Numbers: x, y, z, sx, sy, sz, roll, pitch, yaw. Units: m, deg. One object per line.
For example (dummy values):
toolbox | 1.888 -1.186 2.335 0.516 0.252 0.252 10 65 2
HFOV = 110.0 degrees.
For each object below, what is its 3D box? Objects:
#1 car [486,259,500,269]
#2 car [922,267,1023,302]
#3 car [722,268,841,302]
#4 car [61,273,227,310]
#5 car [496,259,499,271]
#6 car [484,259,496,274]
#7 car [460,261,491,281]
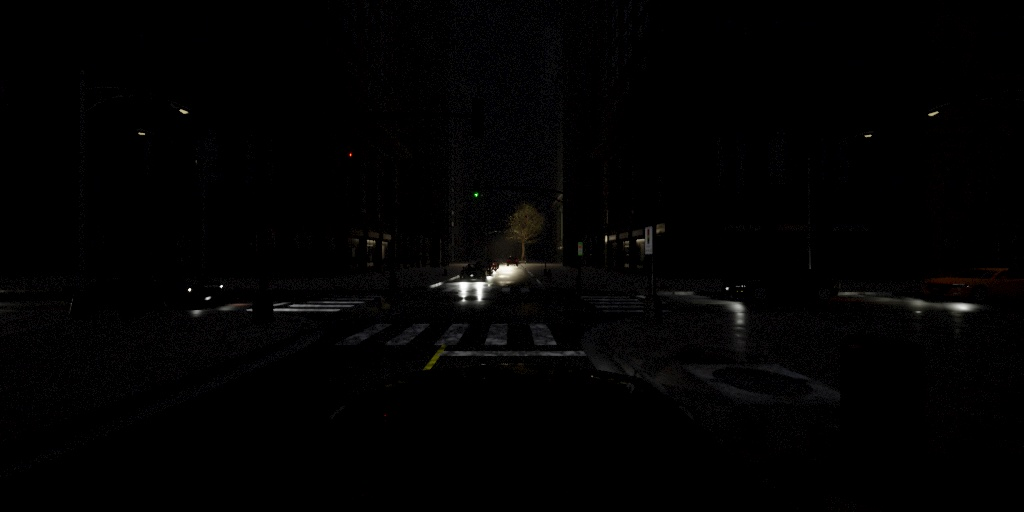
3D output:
car | -3.038 1.287 58.514 2.128 1.511 4.902 0 0 0
car | 22.543 1.305 16.937 5.008 1.535 1.882 0 0 0
car | 12.588 1.302 16.945 4.892 1.490 1.837 0 0 0
car | -13.897 1.307 13.782 4.718 1.301 1.895 0 0 0
car | -3.081 1.131 48.253 2.097 1.767 4.553 0 0 0
car | -3.093 1.244 38.608 1.882 1.535 5.008 0 0 0
car | -3.095 1.324 29.537 1.994 1.385 4.181 0 0 0
